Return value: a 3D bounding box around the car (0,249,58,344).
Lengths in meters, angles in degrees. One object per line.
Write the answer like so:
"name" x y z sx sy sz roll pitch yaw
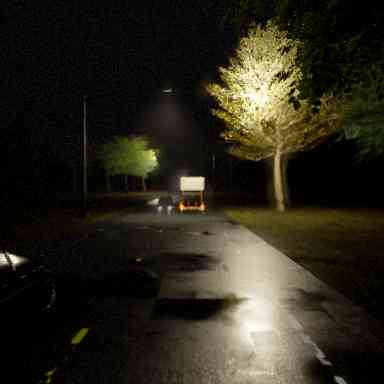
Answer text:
"car" -3.597 1.563 4.797 1.994 1.385 4.181 0 0 0

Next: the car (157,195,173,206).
"car" -3.553 1.107 45.148 2.033 1.411 5.357 0 1 0

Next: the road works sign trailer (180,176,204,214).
"road works sign trailer" 0.028 0.249 32.815 2.380 3.560 2.880 0 1 0
